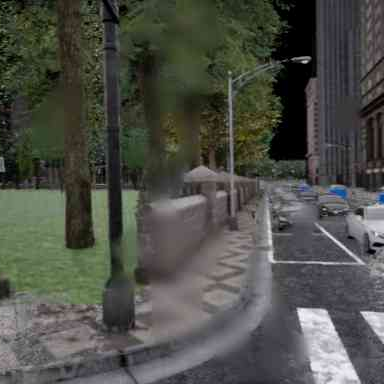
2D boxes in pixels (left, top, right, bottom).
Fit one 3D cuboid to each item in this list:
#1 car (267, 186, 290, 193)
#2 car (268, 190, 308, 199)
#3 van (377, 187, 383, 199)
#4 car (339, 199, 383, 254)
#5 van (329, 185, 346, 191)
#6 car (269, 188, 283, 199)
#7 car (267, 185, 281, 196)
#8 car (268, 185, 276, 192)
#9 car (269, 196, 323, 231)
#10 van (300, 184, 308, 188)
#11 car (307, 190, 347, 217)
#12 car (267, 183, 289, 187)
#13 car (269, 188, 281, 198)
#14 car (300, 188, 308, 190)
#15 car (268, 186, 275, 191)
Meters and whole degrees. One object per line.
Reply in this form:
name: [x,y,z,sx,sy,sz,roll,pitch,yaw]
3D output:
car: [9.938,0.446,38.361,1.967,1.590,4.097,-1,1,13]
car: [6.395,0.879,22.497,1.967,1.590,4.097,-1,1,13]
van: [15.887,0.470,25.902,1.690,1.788,3.998,-1,1,13]
car: [6.744,1.184,11.819,1.812,1.442,4.674,-1,1,14]
van: [20.611,-0.112,47.054,1.690,1.788,3.998,-1,1,13]
car: [12.266,0.244,48.774,1.752,1.417,4.829,-1,1,13]
car: [14.659,-0.265,59.511,2.192,1.841,5.009,-1,1,13]
car: [20.567,-0.887,85.954,1.967,1.590,4.097,-1,1,13]
car: [5.217,1.132,17.211,2.008,1.369,4.403,-1,1,13]
van: [30.059,-1.305,89.358,1.690,1.788,3.998,-1,1,13]
car: [9.016,0.890,21.968,1.837,1.490,4.892,-1,1,13]
car: [11.116,0.175,43.647,2.192,1.841,5.009,-1,1,13]
car: [13.447,0.097,54.061,1.752,1.417,4.829,-1,1,13]
car: [11.789,0.594,34.347,2.033,1.411,5.357,-1,1,13]
car: [21.752,-0.897,91.245,1.802,1.307,4.206,-1,1,13]
